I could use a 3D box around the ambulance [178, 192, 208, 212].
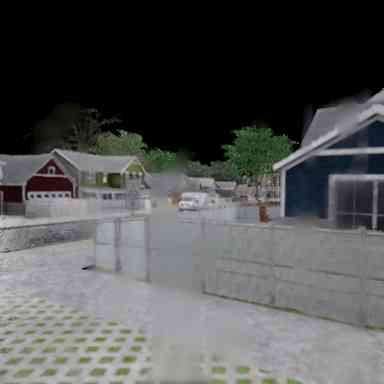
[{"bbox_3d":[0.126,1.310,42.764,2.351,2.431,6.366,1,0,18],"label":"ambulance"}]
